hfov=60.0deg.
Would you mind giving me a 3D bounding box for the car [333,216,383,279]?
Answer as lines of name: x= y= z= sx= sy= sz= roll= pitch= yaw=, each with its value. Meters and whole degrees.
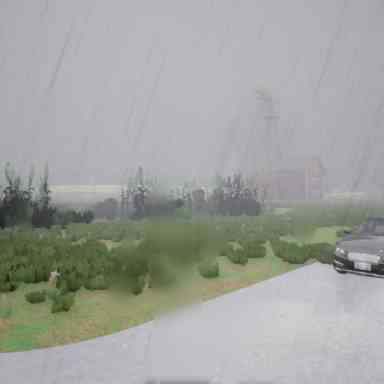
car: x=5.751 y=1.491 z=9.652 sx=2.128 sy=1.511 sz=4.902 roll=0 pitch=0 yaw=44
